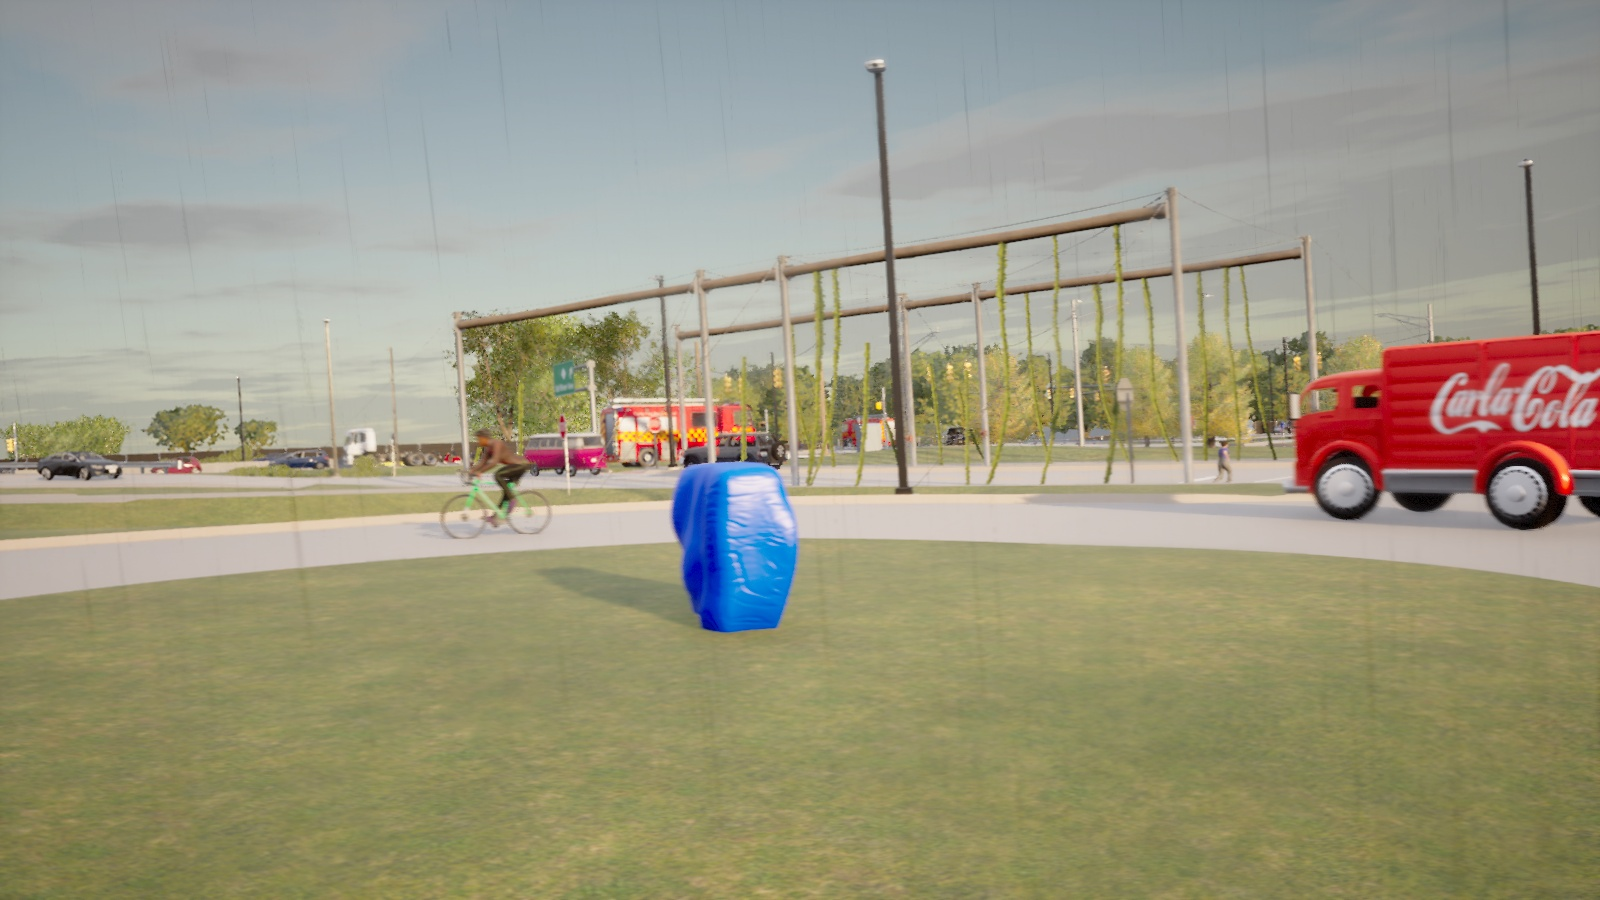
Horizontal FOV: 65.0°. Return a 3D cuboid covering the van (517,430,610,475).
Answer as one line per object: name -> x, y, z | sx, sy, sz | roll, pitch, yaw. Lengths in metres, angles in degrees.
van -> -11.008, 0.117, 58.316 | 4.442, 1.987, 1.775 | 0, 2, 39

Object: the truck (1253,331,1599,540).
truck -> 9.368, -0.179, 17.523 | 2.627, 2.467, 5.204 | -1, 0, -31

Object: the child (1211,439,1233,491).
child -> 10.603, 0.378, 31.545 | 0.437, 1.263, 0.270 | -3, 0, -41

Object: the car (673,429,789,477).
car -> -2.891, 0.121, 52.221 | 4.605, 1.855, 1.932 | -1, 2, 36

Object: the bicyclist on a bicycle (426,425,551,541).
bicyclist on a bicycle -> -4.598, 0.462, 18.593 | 1.656, 1.620, 0.582 | -2, 2, -28

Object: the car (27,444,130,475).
car -> -37.856, 0.477, 65.893 | 4.902, 1.511, 2.128 | 0, 2, 24

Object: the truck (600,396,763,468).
truck -> -6.546, -1.018, 69.676 | 8.468, 3.827, 2.891 | -1, -1, -29
